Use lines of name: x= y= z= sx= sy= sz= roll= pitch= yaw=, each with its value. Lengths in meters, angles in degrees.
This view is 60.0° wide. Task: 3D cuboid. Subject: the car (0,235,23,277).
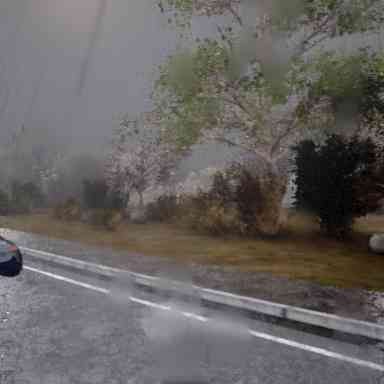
car: x=-6.448 y=1.572 z=9.189 sx=4.181 sy=1.385 sz=1.994 roll=0 pitch=0 yaw=39
